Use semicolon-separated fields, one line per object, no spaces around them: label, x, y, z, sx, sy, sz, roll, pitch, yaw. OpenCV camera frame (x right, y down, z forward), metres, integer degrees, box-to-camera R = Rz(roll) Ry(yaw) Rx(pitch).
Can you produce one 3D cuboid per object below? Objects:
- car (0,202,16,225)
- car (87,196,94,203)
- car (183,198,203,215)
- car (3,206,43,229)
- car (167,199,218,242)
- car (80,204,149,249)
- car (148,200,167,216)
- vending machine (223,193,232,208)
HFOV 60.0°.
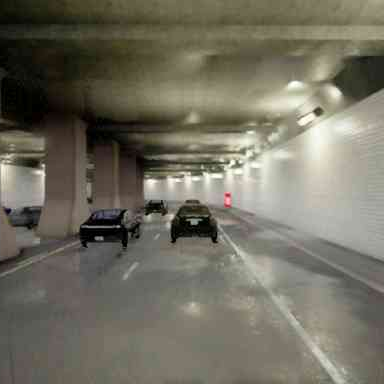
car;-14.105;1.478;22.342;1.882;1.535;5.008;0;0;0
car;-19.335;1.543;63.858;2.033;1.411;5.357;0;0;-19
car;0.046;1.480;34.536;1.882;1.535;5.008;0;0;-1
car;-10.601;1.601;21.699;1.895;1.301;4.718;0;0;0
car;0.099;1.353;16.572;2.097;1.767;4.553;0;0;0
car;-3.400;1.492;14.631;2.128;1.511;4.902;0;0;0
car;-3.419;1.494;32.868;2.128;1.511;4.902;0;0;-1
vending machine;5.079;1.199;47.769;1.100;2.100;0.880;0;0;-7
